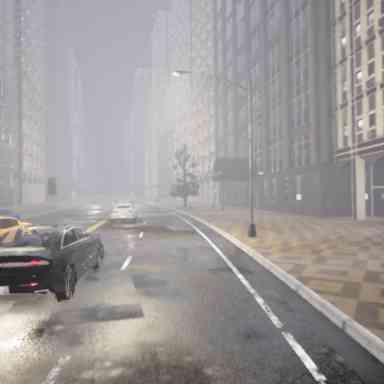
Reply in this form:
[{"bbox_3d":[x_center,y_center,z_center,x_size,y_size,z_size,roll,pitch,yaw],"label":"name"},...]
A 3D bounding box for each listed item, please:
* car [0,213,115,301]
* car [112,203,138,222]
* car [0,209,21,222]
[{"bbox_3d":[-3.543,1.538,8.349,2.128,1.511,4.902,-1,0,-3],"label":"car"},{"bbox_3d":[-5.400,1.617,26.737,1.812,1.442,4.674,0,0,-8],"label":"car"},{"bbox_3d":[-7.194,1.564,11.258,1.882,1.535,5.008,0,0,-5],"label":"car"}]
